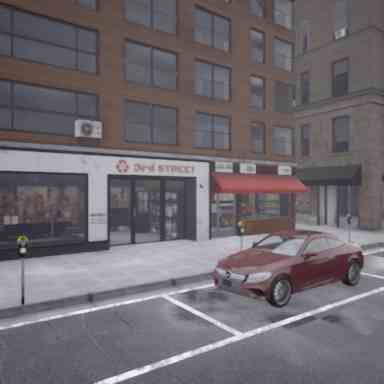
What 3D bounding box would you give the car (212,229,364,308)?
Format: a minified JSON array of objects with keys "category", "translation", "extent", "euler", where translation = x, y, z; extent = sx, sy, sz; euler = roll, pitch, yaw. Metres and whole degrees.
[{"category":"car","translation":[2.418,1.579,7.853],"extent":[4.206,1.307,1.802],"euler":[0,0,-35]}]
